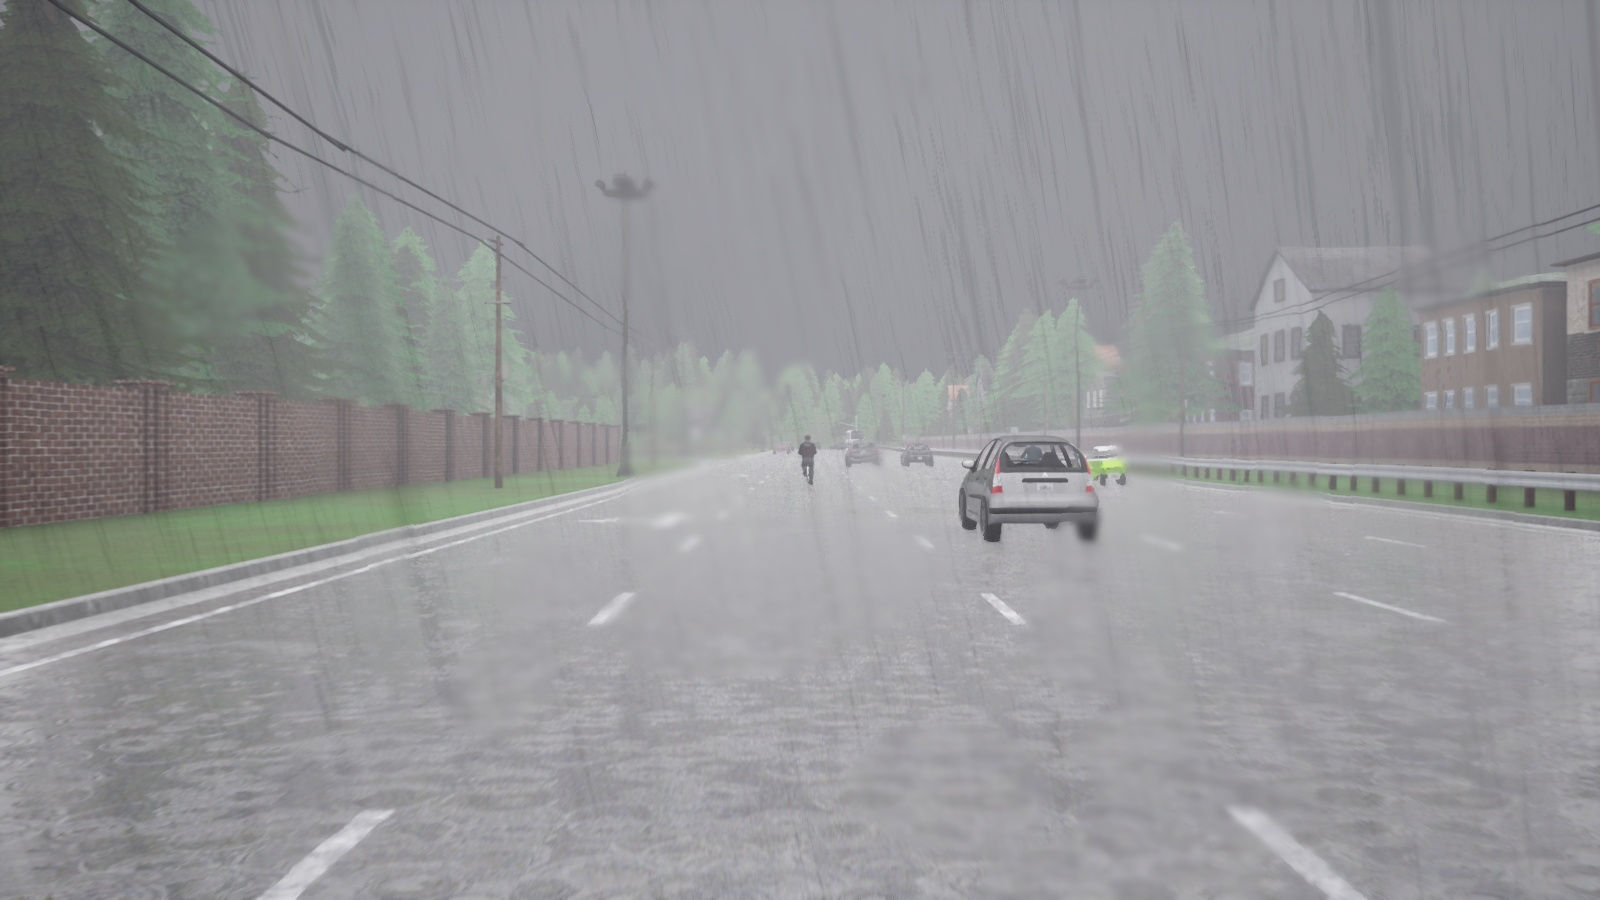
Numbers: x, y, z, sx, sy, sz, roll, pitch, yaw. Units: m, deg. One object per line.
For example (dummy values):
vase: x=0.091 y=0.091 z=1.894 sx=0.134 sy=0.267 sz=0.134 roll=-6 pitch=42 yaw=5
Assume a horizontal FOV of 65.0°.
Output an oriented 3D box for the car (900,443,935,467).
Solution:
car: x=7.473 y=0.315 z=80.067 sx=1.816 sy=1.474 sz=4.193 roll=0 pitch=0 yaw=0

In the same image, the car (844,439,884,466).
car: x=3.964 y=0.152 z=78.451 sx=2.242 sy=1.667 sz=4.611 roll=0 pitch=0 yaw=0

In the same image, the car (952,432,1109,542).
car: x=3.632 y=0.532 z=20.465 sx=1.851 sy=1.617 sz=3.988 roll=0 pitch=0 yaw=0

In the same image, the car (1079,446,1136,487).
car: x=10.767 y=0.562 z=44.042 sx=1.481 sy=1.376 sz=2.207 roll=0 pitch=1 yaw=0
